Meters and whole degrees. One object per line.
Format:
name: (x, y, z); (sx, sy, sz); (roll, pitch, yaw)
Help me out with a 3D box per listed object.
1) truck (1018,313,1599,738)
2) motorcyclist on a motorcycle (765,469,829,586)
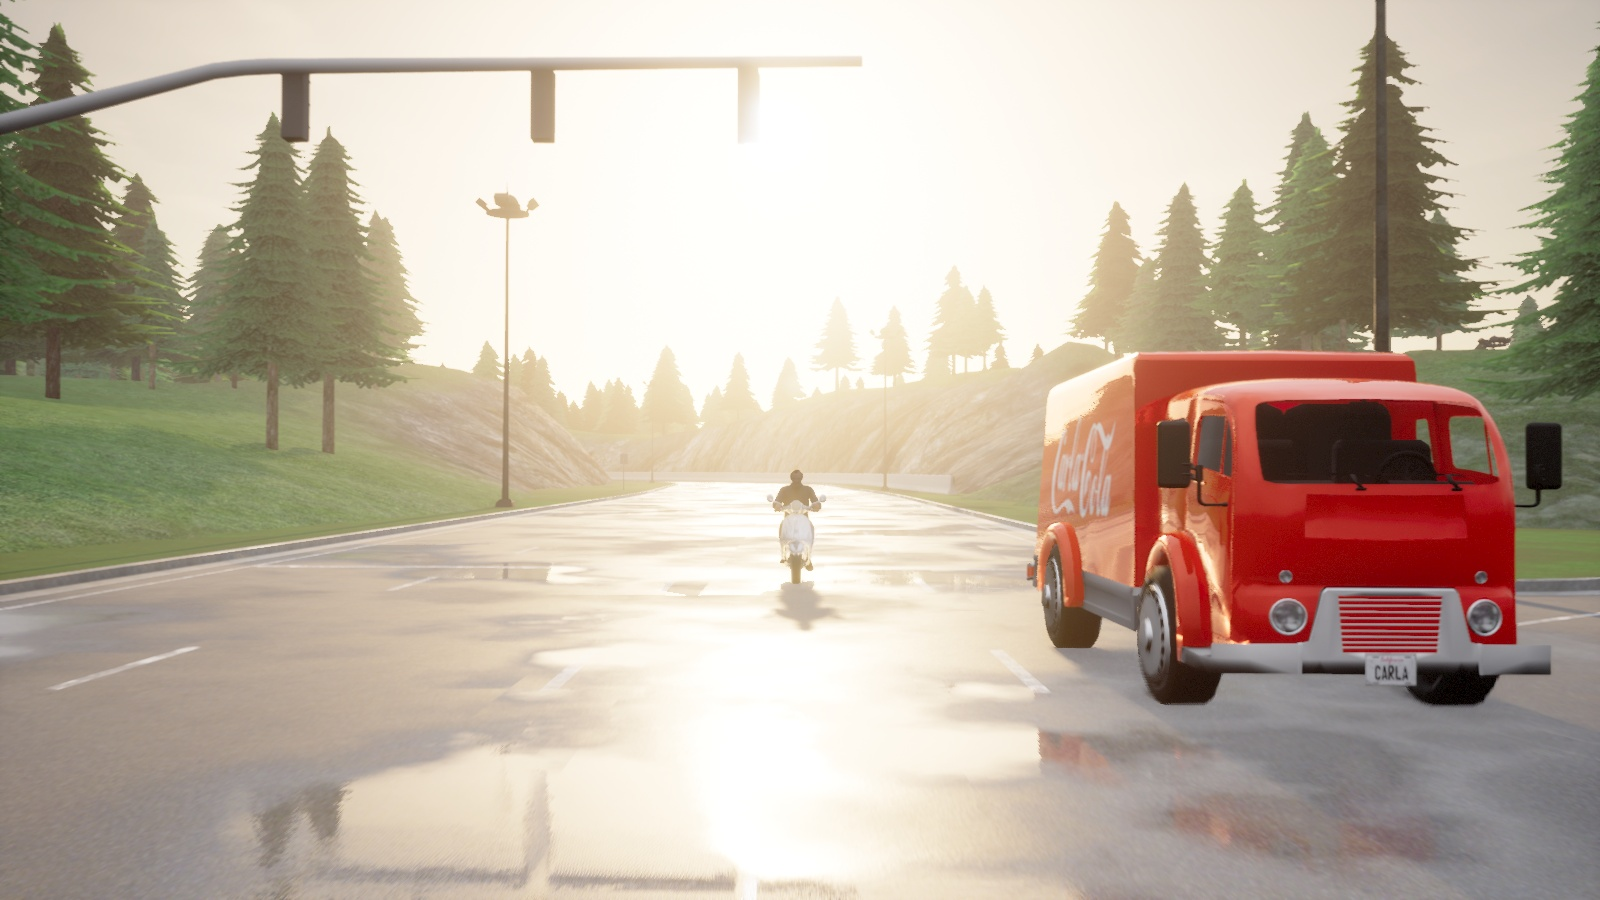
truck: (3.479, 0.480, 9.934); (2.627, 2.467, 5.204); (0, -1, 0)
motorcyclist on a motorcycle: (-0.043, 1.069, 17.959); (0.866, 1.590, 1.817); (0, -1, 0)
